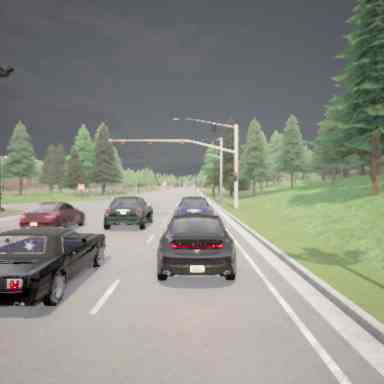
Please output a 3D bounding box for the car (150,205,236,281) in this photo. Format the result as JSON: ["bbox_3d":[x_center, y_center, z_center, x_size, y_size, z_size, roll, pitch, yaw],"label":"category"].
[{"bbox_3d":[0.100,1.324,9.314,1.837,1.490,4.892,0,0,0],"label":"car"}]

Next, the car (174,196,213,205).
[{"bbox_3d":[0.099,1.003,18.399,2.097,1.767,4.553,0,1,0],"label":"car"}]

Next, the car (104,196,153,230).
[{"bbox_3d":[-3.400,1.000,18.539,2.097,1.767,4.553,0,1,0],"label":"car"}]

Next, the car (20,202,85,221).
[{"bbox_3d":[-6.900,1.207,16.798,1.812,1.442,4.674,0,1,0],"label":"car"}]

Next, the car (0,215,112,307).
[{"bbox_3d":[-3.400,1.456,7.562,1.895,1.301,4.718,0,1,0],"label":"car"}]
